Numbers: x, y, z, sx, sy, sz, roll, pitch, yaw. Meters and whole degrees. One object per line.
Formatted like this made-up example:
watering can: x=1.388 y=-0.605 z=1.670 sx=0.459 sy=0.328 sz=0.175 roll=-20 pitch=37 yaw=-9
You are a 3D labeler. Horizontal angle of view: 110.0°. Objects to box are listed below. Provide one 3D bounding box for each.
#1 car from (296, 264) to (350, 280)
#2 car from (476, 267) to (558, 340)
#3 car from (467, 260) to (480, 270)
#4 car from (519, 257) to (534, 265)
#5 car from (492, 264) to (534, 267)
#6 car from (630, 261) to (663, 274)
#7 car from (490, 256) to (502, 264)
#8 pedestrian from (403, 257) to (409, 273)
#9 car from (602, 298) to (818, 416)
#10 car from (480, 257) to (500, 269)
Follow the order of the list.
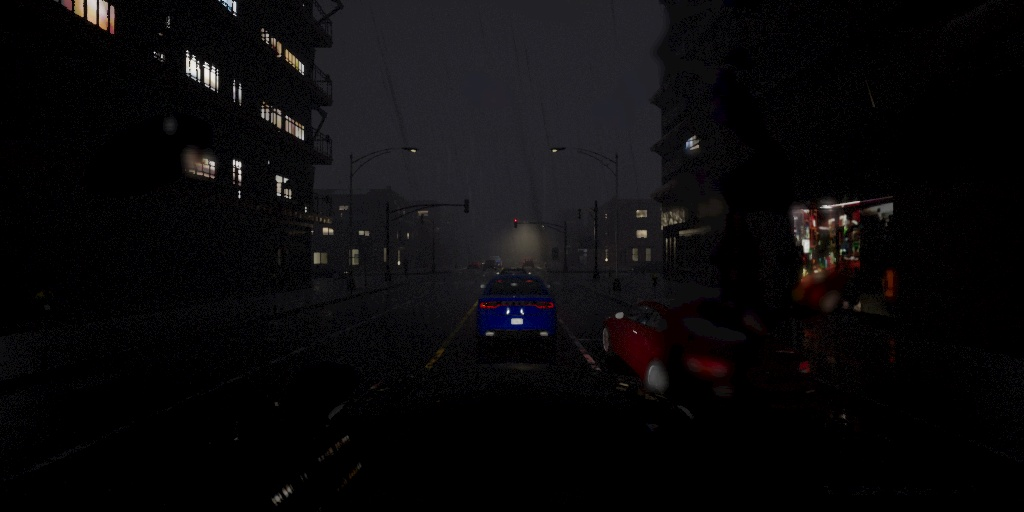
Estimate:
car: x=-17.517 y=1.456 z=33.550 sx=4.892 sy=1.490 sz=1.837 roll=-1 pitch=0 yaw=0
car: x=0.099 y=1.230 z=10.046 sx=1.882 sy=1.535 sz=5.008 roll=0 pitch=0 yaw=0
car: x=-5.791 y=1.336 z=55.033 sx=1.888 sy=1.381 sz=4.507 roll=0 pitch=0 yaw=0
car: x=2.676 y=1.114 z=60.557 sx=2.192 sy=1.841 sz=5.009 roll=0 pitch=0 yaw=0
car: x=0.097 y=1.322 z=18.987 sx=1.994 sy=1.385 sz=4.181 roll=0 pitch=0 yaw=0
car: x=14.356 y=1.154 z=36.776 sx=4.181 sy=1.385 sz=1.994 roll=-1 pitch=0 yaw=0
car: x=-3.098 y=1.026 z=61.932 sx=2.150 sy=2.045 sz=5.566 roll=0 pitch=0 yaw=1
pedestrian: x=-12.521 y=1.061 z=42.290 sx=0.375 sy=1.860 sz=0.375 roll=0 pitch=0 yaw=0
car: x=2.689 y=1.333 z=5.805 sx=1.802 sy=1.307 sz=4.207 roll=0 pitch=0 yaw=0
car: x=-3.102 y=1.291 z=51.633 sx=1.837 sy=1.490 sz=4.892 roll=0 pitch=0 yaw=0
